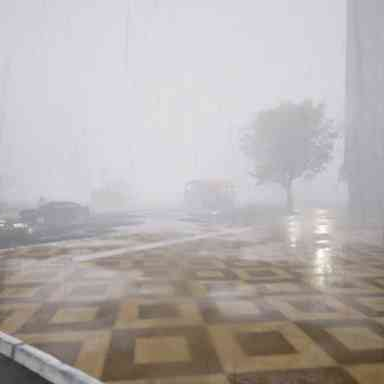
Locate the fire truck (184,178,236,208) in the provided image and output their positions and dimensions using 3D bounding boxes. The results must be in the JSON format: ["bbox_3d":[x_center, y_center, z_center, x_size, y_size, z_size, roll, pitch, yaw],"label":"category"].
[{"bbox_3d":[2.580,0.164,44.821,2.891,3.827,8.468,1,1,38],"label":"fire truck"}]

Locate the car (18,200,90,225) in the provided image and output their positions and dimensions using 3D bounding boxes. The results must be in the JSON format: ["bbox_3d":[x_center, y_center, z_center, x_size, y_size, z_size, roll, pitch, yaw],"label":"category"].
[{"bbox_3d":[-9.807,1.385,24.006,1.882,1.535,5.008,1,1,38],"label":"car"}]

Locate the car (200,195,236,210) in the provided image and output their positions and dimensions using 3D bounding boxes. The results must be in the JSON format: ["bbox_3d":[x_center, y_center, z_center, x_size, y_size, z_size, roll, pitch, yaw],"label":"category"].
[{"bbox_3d":[3.374,1.413,40.733,1.812,1.442,4.674,1,1,38],"label":"car"}]
